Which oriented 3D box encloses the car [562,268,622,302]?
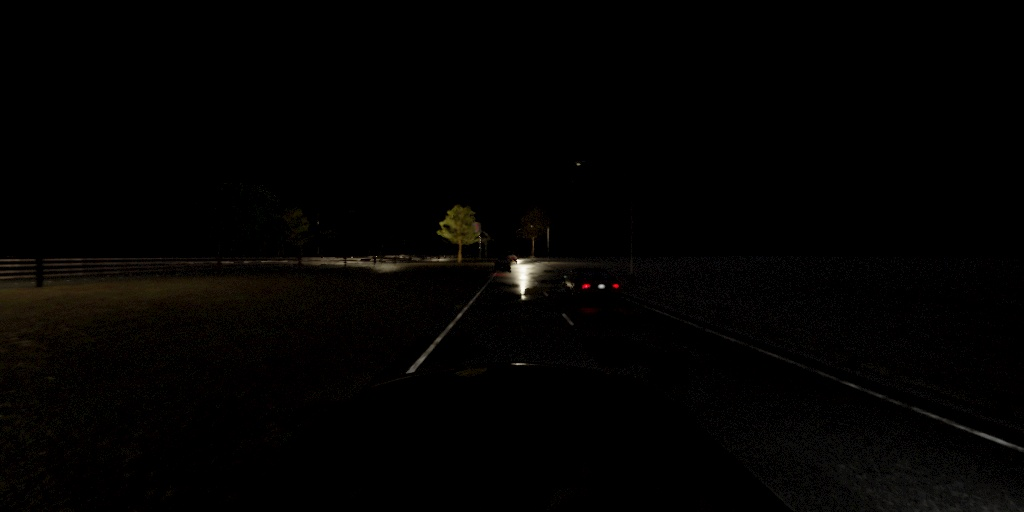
[{"bbox_3d":[3.606,1.274,16.953,2.033,1.411,5.357,0,0,0],"label":"car"}]

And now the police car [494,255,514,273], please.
[{"bbox_3d":[-1.038,1.013,40.276,1.930,1.638,5.238,0,0,0],"label":"police car"}]
